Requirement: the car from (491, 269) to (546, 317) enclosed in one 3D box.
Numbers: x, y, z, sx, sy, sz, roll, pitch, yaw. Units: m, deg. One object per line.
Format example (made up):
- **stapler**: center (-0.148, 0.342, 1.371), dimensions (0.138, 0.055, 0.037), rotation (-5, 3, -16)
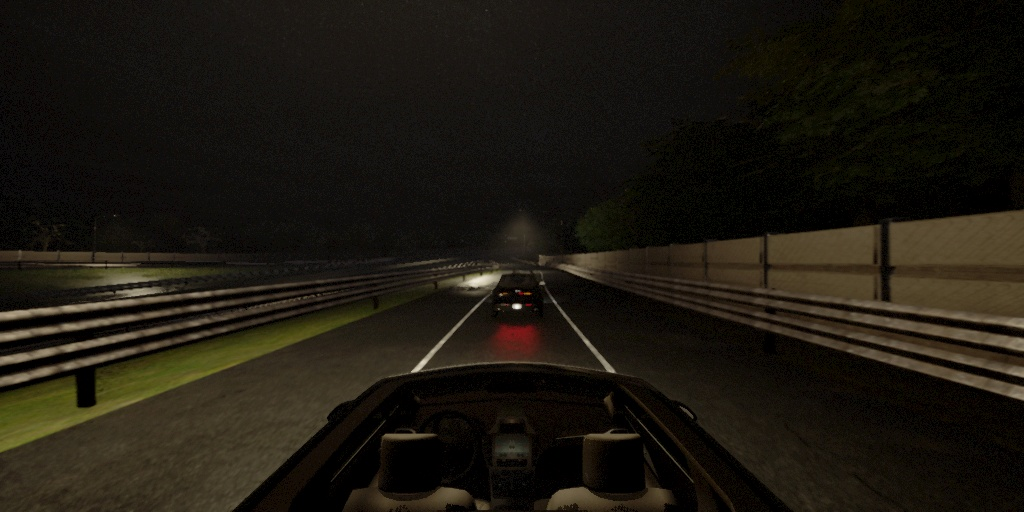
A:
- **car**: center (0.256, 1.413, 14.092), dimensions (1.837, 1.490, 4.892), rotation (0, 0, 2)
